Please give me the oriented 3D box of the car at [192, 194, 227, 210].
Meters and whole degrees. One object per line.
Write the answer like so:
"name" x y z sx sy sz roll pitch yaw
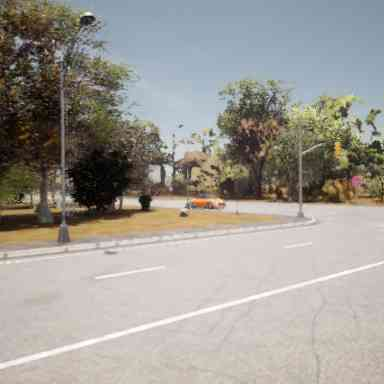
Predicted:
"car" 1.969 1.061 38.778 2.097 1.767 4.553 -1 1 -38
